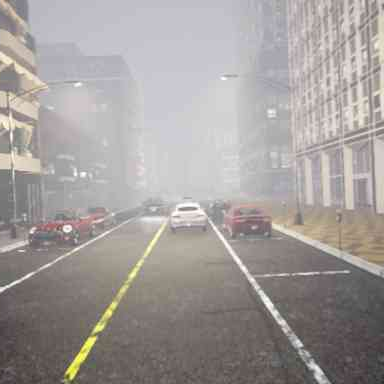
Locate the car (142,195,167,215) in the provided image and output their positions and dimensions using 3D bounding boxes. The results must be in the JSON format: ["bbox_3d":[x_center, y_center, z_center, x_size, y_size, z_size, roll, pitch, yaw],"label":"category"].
[{"bbox_3d":[-3.454,1.315,31.856,2.128,1.511,4.902,-3,1,-1],"label":"car"}]

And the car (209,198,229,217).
[{"bbox_3d":[2.305,1.167,26.882,2.008,1.369,4.403,-3,1,-1],"label":"car"}]

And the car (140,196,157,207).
[{"bbox_3d":[-6.398,1.331,49.354,2.008,1.369,4.403,-3,1,-1],"label":"car"}]

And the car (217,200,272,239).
[{"bbox_3d":[2.471,1.269,15.586,1.887,1.381,4.507,-3,1,-1],"label":"car"}]

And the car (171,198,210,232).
[{"bbox_3d":[-0.195,1.337,18.755,1.812,1.442,4.674,-3,1,0],"label":"car"}]

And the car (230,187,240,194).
[{"bbox_3d":[13.377,-0.458,88.159,5.009,1.841,2.192,-4,2,-1],"label":"car"}]

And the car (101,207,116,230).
[{"bbox_3d":[-5.982,1.628,21.115,1.802,1.307,4.206,-3,1,-1],"label":"car"}]

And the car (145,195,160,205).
[{"bbox_3d":[-6.480,1.279,55.001,2.008,1.369,4.403,-3,1,-1],"label":"car"}]

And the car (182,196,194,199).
[{"bbox_3d":[-0.475,1.144,38.985,1.812,1.442,4.674,-3,1,-1],"label":"car"}]

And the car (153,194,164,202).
[{"bbox_3d":[-6.718,1.195,67.916,1.802,1.307,4.206,-3,1,-1],"label":"car"}]

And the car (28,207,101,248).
[{"bbox_3d":[-5.905,1.541,15.466,1.967,1.590,4.097,-3,1,-1],"label":"car"}]
